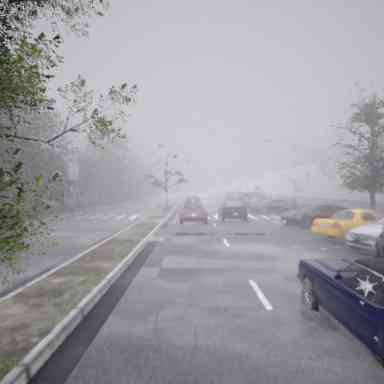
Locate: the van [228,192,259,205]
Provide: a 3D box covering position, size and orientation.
[{"bbox_3d":[7.973,1.039,51.539,4.442,1.987,1.878,1,1,-20],"label":"van"}]

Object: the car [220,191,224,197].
[{"bbox_3d":[8.109,0.997,54.582,5.566,2.045,2.435,1,0,-20],"label":"car"}]

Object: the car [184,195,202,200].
[{"bbox_3d":[0.107,1.193,40.727,2.097,1.767,4.553,0,0,0],"label":"car"}]

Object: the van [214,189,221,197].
[{"bbox_3d":[7.977,0.776,75.408,4.442,1.987,1.878,0,1,-20],"label":"van"}]

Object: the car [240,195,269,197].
[{"bbox_3d":[8.072,1.394,36.673,4.674,1.452,2.002,1,0,-20],"label":"car"}]

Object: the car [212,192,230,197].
[{"bbox_3d":[8.081,0.687,93.362,4.674,1.452,2.002,0,1,-20],"label":"car"}]

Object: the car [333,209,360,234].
[{"bbox_3d":[8.077,1.527,12.652,4.674,1.452,2.002,1,1,-20],"label":"car"}]

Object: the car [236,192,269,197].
[{"bbox_3d":[8.049,1.211,39.644,4.553,1.767,2.185,1,0,-20],"label":"car"}]

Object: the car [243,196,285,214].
[{"bbox_3d":[8.050,1.401,33.654,4.792,1.488,2.163,1,1,-20],"label":"car"}]

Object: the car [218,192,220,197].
[{"bbox_3d":[8.053,1.198,63.512,4.792,1.488,2.163,1,1,-20],"label":"car"}]

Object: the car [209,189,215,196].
[{"bbox_3d":[7.910,0.824,84.348,5.366,1.575,1.946,0,2,-20],"label":"car"}]

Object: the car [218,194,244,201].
[{"bbox_3d":[8.108,1.126,69.509,4.792,1.488,2.163,1,1,-20],"label":"car"}]

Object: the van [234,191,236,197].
[{"bbox_3d":[8.189,1.094,42.678,4.442,1.987,1.878,1,0,-20],"label":"van"}]

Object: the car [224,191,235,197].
[{"bbox_3d":[8.057,1.032,48.586,5.566,2.045,2.435,1,1,-20],"label":"car"}]

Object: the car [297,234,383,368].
[{"bbox_3d":[3.101,1.611,4.824,1.895,1.301,4.718,0,0,0],"label":"car"}]

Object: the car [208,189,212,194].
[{"bbox_3d":[7.911,0.700,90.313,5.366,1.575,1.946,0,1,-20],"label":"car"}]

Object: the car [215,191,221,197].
[{"bbox_3d":[7.909,1.129,66.439,5.366,1.575,1.946,1,1,-20],"label":"car"}]

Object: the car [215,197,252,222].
[{"bbox_3d":[3.105,1.405,26.063,1.882,1.535,5.008,0,0,0],"label":"car"}]

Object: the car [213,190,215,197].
[{"bbox_3d":[8.055,0.821,78.437,4.553,1.767,2.185,0,1,-20],"label":"car"}]

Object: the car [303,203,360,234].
[{"bbox_3d":[8.245,1.474,15.725,5.366,1.575,1.946,1,0,-20],"label":"car"}]

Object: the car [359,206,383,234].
[{"bbox_3d":[8.050,1.247,9.631,5.566,2.045,2.435,1,1,-20],"label":"car"}]

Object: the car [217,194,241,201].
[{"bbox_3d":[8.077,1.089,72.481,4.674,1.452,2.002,0,1,-20],"label":"car"}]

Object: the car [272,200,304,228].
[{"bbox_3d":[8.049,1.472,21.648,4.792,1.488,2.163,1,1,-20],"label":"car"}]

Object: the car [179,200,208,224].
[{"bbox_3d":[0.104,1.501,24.273,1.994,1.385,4.181,0,0,0],"label":"car"}]

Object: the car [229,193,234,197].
[{"bbox_3d":[8.072,1.302,45.619,4.892,1.521,2.231,1,0,-20],"label":"car"}]

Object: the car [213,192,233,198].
[{"bbox_3d":[8.110,0.796,87.410,4.792,1.488,2.163,0,1,-20],"label":"car"}]
